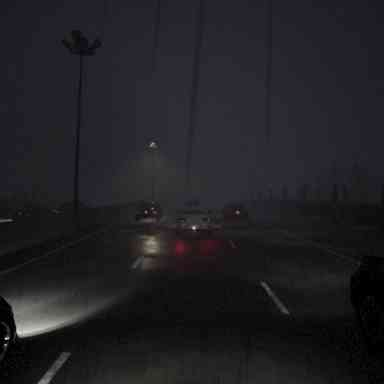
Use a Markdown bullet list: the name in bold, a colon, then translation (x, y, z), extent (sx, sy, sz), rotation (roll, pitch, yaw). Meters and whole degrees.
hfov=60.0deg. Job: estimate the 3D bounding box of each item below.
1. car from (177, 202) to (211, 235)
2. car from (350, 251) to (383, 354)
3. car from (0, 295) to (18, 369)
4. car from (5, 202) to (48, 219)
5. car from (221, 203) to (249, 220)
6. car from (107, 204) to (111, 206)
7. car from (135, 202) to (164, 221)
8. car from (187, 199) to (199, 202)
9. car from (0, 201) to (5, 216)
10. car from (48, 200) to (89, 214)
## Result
- **car**: translation (0.103, 1.533, 18.765), extent (1.812, 1.442, 4.674), rotation (0, 0, 0)
- **car**: translation (3.601, 1.223, 2.948), extent (2.150, 2.045, 5.566), rotation (0, 0, 0)
- **car**: translation (-3.399, 1.565, 2.903), extent (1.994, 1.385, 4.181), rotation (0, 0, 0)
- **car**: translation (-14.093, 1.576, 29.255), extent (1.994, 1.385, 4.181), rotation (0, 0, 0)
- **car**: translation (3.604, 1.576, 28.157), extent (1.994, 1.385, 4.181), rotation (0, 0, 0)
- **car**: translation (-17.490, 3.403, 71.435), extent (1.812, 1.442, 4.674), rotation (0, -6, 0)
- **car**: translation (-3.396, 1.559, 27.179), extent (2.033, 1.411, 5.357), rotation (0, 0, 0)
- **car**: translation (0.106, 1.569, 40.498), extent (2.033, 1.411, 5.357), rotation (0, 0, 0)
- **car**: translation (-17.593, 1.490, 29.127), extent (1.882, 1.535, 5.008), rotation (0, 0, 0)
- **car**: translation (-10.593, 1.517, 29.536), extent (1.837, 1.490, 4.892), rotation (0, 0, 0)
